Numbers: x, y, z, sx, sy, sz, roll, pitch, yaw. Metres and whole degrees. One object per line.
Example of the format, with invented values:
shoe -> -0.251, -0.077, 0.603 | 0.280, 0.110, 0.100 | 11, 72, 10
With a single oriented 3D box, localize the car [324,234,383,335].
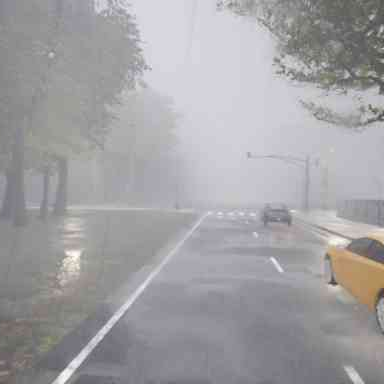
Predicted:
car -> 4.140, 1.559, 6.585 | 1.882, 1.535, 5.008 | 1, 0, 6

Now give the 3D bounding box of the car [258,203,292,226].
car -> 5.905, 1.565, 23.995 | 2.128, 1.511, 4.902 | 1, 0, 6
